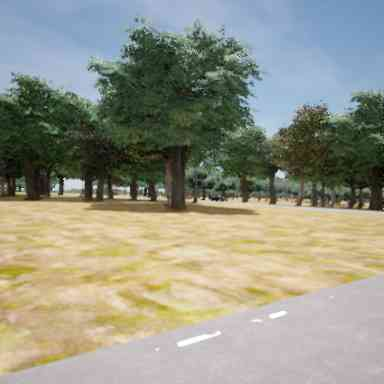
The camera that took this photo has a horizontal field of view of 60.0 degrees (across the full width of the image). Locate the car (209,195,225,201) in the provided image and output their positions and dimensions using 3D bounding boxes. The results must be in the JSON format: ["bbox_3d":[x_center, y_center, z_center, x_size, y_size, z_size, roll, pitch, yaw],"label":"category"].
[{"bbox_3d":[5.185,1.216,66.042,1.882,1.535,5.008,1,0,-36],"label":"car"}]
